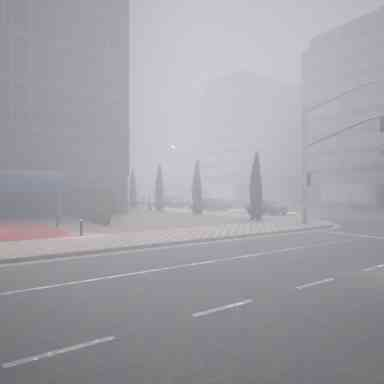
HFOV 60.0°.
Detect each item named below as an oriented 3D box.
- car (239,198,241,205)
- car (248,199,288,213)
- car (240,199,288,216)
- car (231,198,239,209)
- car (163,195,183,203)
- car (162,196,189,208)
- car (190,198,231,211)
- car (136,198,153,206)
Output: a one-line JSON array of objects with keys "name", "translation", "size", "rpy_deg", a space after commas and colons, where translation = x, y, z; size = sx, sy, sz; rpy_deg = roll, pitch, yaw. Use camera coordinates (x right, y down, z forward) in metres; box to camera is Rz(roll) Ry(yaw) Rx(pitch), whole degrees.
[{"name": "car", "translation": [6.709, 1.604, 53.275], "size": [1.895, 1.301, 4.718], "rpy_deg": [0, 0, -35]}, {"name": "car", "translation": [8.603, 1.567, 37.980], "size": [1.994, 1.385, 4.181], "rpy_deg": [0, 0, -35]}, {"name": "car", "translation": [7.456, 1.528, 33.506], "size": [1.812, 1.442, 4.674], "rpy_deg": [0, 0, -37]}, {"name": "car", "translation": [3.796, 1.567, 44.872], "size": [1.994, 1.385, 4.181], "rpy_deg": [0, 0, -35]}, {"name": "car", "translation": [-3.960, 1.481, 68.569], "size": [1.882, 1.535, 5.008], "rpy_deg": [0, 0, -35]}, {"name": "car", "translation": [-2.961, 1.355, 48.451], "size": [2.097, 1.767, 4.553], "rpy_deg": [0, 0, -35]}, {"name": "car", "translation": [2.209, 1.507, 41.028], "size": [1.837, 1.490, 4.892], "rpy_deg": [0, 0, -35]}, {"name": "car", "translation": [-8.530, 1.603, 56.489], "size": [1.895, 1.301, 4.718], "rpy_deg": [0, 0, -34]}]
